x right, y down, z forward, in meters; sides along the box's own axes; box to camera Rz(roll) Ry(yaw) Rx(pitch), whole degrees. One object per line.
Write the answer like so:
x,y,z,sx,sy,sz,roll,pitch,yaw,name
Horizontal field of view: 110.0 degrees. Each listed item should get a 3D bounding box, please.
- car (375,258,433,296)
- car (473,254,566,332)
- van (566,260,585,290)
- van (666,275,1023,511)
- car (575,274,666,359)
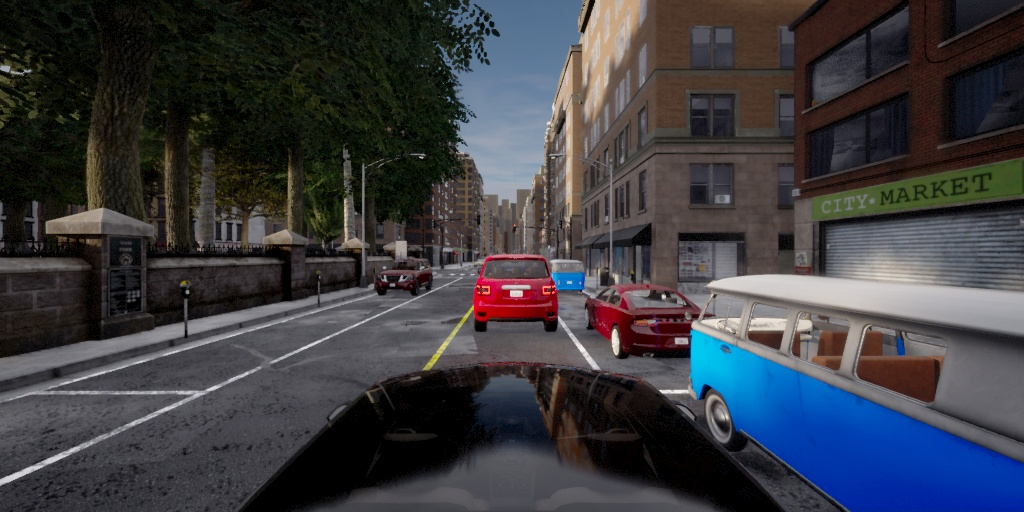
-5.678,1.059,19.537,2.192,1.841,5.009,0,0,0,car
0.092,0.970,11.019,2.150,2.045,5.566,0,0,0,car
2.847,1.086,19.582,1.690,1.789,3.998,0,0,0,van
2.856,1.091,2.600,1.690,1.789,3.998,0,0,0,van
2.853,1.294,8.261,1.888,1.381,4.507,0,0,0,car
